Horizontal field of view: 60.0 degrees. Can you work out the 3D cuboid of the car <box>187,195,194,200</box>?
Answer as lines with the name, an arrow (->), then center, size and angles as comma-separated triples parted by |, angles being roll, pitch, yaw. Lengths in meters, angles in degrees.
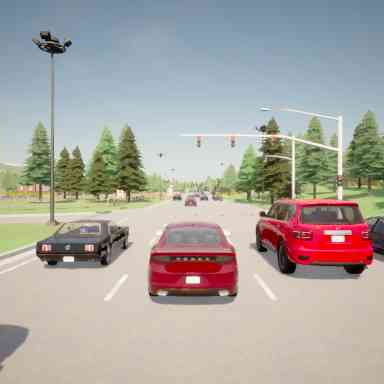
car -> -0.358, 1.427, 94.313 | 1.895, 1.301, 4.718 | 0, 0, 0

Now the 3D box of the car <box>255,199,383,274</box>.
car -> 3.533, 1.221, 10.698 | 2.150, 2.045, 5.566 | 0, 0, 0

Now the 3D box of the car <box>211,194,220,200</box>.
car -> 6.642, 1.372, 94.309 | 2.033, 1.411, 5.357 | 0, 0, 0

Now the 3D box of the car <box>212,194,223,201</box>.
car -> 6.682, 1.516, 83.889 | 2.128, 1.511, 4.902 | 0, 0, 0

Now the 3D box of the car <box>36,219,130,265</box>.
car -> -3.463, 1.601, 11.582 | 1.895, 1.301, 4.718 | 0, 0, 0

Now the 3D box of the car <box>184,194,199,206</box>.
car -> -0.201, 1.525, 53.250 | 1.812, 1.442, 4.674 | 0, 0, 0

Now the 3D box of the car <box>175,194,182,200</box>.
car -> -3.858, 1.310, 94.269 | 1.882, 1.535, 5.008 | 0, 0, 0

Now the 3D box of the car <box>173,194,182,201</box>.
car -> -3.818, 1.469, 83.849 | 1.882, 1.535, 5.008 | 0, 0, 0

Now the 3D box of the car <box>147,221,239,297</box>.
car -> 0.030, 1.478, 8.648 | 1.882, 1.535, 5.008 | 0, 0, 0

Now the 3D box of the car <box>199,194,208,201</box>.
car -> 3.180, 1.516, 84.293 | 1.812, 1.442, 4.674 | 0, 0, 0

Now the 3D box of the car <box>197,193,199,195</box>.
car -> 3.142, 1.357, 94.296 | 2.128, 1.511, 4.902 | 0, 0, 0
